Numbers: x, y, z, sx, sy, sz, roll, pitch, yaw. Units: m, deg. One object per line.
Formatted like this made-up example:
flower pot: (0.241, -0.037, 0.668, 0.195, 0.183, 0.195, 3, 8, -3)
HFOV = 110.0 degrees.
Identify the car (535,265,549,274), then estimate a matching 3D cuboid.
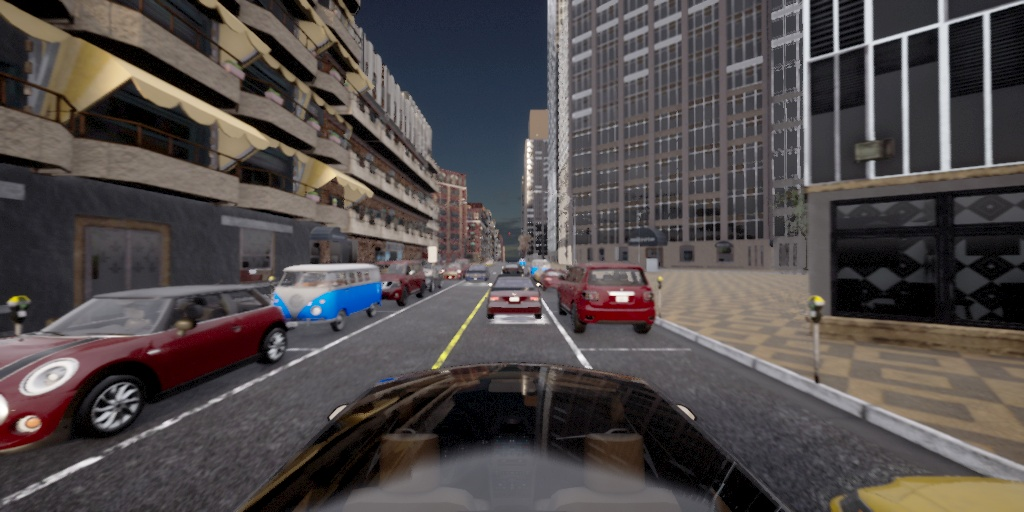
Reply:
car: (2.562, 1.423, 21.845, 1.802, 1.307, 4.207, 0, 0, 0)

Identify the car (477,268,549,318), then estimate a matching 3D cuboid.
car: (0.082, 1.349, 13.239, 2.033, 1.411, 5.357, 0, 0, 0)

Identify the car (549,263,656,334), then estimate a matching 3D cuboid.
car: (2.564, 1.105, 10.773, 2.192, 1.841, 5.009, 0, 0, 0)

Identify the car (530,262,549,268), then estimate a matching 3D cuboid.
car: (2.560, 1.394, 27.551, 1.751, 1.417, 4.829, 0, 0, 0)

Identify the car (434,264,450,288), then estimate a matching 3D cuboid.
car: (-5.319, 1.391, 21.837, 2.007, 1.370, 4.403, 0, 0, 0)

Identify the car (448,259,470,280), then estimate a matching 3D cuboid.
car: (-5.321, 1.337, 32.907, 1.967, 1.591, 4.097, 0, 0, 0)

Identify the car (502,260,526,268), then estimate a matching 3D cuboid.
car: (0.085, 1.373, 32.478, 1.882, 1.535, 5.008, 0, 0, 0)

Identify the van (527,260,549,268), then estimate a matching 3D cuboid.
van: (2.559, 1.239, 32.915, 1.690, 1.789, 3.998, 0, 0, 0)

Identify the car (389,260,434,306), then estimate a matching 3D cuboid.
car: (-5.317, 1.129, 16.300, 2.192, 1.841, 5.009, 0, 0, 0)

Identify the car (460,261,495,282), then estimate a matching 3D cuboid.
car: (-2.842, 1.433, 30.705, 2.033, 1.411, 5.357, 0, 0, 0)

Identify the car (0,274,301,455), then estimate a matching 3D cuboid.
car: (-5.315, 1.205, 5.228, 1.967, 1.591, 4.097, 0, 0, 0)

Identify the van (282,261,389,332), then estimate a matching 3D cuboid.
van: (-5.316, 1.130, 10.764, 1.690, 1.789, 3.998, 0, 0, 0)

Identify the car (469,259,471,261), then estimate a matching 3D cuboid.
car: (-5.322, 1.242, 38.443, 2.192, 1.841, 5.009, 0, 0, 0)
